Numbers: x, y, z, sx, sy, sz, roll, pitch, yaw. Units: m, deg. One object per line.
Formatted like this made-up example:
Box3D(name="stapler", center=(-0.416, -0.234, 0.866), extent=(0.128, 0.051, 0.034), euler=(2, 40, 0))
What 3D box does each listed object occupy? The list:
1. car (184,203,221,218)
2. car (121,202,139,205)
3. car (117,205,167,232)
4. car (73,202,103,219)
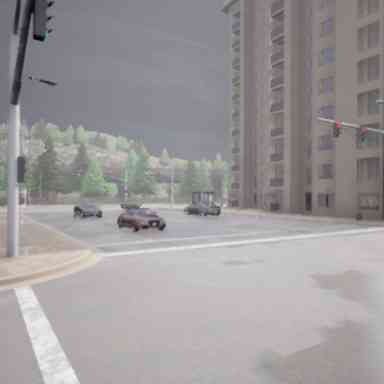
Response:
Box3D(name="car", center=(1.035, 1.845, 34.443), extent=(2.128, 1.511, 4.902), euler=(1, -1, -33))
Box3D(name="car", center=(-8.963, 2.029, 48.268), extent=(1.895, 1.301, 4.718), euler=(0, -1, -24))
Box3D(name="car", center=(-3.330, 1.758, 21.636), extent=(1.994, 1.385, 4.181), euler=(1, -1, -33))
Box3D(name="car", center=(-10.102, 1.764, 32.165), extent=(1.837, 1.490, 4.892), euler=(1, 0, -33))
